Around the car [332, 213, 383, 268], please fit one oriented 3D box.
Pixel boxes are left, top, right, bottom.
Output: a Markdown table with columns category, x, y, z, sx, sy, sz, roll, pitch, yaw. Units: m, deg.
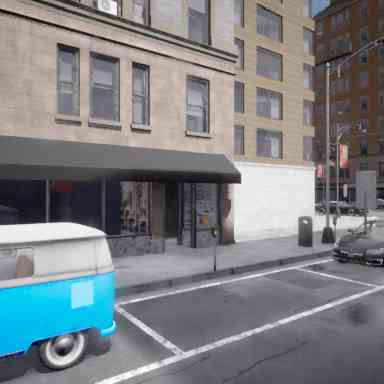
| category | x | y | z | sx | sy | sz | roll | pitch | yaw |
| --- | --- | --- | --- | --- | --- | --- | --- | --- | --- |
| car | 6.262 | 1.551 | 10.655 | 4.403 | 1.369 | 2.008 | 0 | 0 | -35 |

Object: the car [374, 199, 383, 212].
| category | x | y | z | sx | sy | sz | roll | pitch | yaw |
| --- | --- | --- | --- | --- | --- | --- | --- | --- | --- |
| car | 20.878 | 1.479 | 38.128 | 1.994 | 1.385 | 4.181 | 0 | 0 | -36 |

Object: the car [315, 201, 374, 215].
| category | x | y | z | sx | sy | sz | roll | pitch | yaw |
| --- | --- | --- | --- | --- | --- | --- | --- | --- | --- |
| car | 13.798 | 1.524 | 30.922 | 1.895 | 1.301 | 4.718 | 0 | 0 | -35 |

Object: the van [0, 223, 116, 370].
| category | x | y | z | sx | sy | sz | roll | pitch | yaw |
| --- | --- | --- | --- | --- | --- | --- | --- | --- | --- |
| van | -2.957 | 1.341 | 4.081 | 3.998 | 1.788 | 1.690 | 0 | 0 | -35 |
